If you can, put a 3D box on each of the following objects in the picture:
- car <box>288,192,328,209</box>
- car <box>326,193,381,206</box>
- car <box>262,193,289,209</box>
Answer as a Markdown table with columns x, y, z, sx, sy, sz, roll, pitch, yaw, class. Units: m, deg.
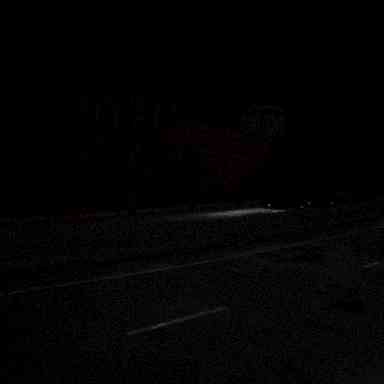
| x | y | z | sx | sy | sz | roll | pitch | yaw | class |
| --- | --- | --- | --- | --- | --- | --- | --- | --- | --- |
| 11.264 | 0.751 | 29.217 | 5.357 | 1.411 | 2.033 | -3 | 2 | -35 | car |
| 12.939 | 0.824 | 26.113 | 4.718 | 1.301 | 1.895 | -3 | 2 | -35 | car |
| 8.870 | 0.824 | 31.808 | 4.718 | 1.301 | 1.895 | -3 | 2 | -35 | car |
